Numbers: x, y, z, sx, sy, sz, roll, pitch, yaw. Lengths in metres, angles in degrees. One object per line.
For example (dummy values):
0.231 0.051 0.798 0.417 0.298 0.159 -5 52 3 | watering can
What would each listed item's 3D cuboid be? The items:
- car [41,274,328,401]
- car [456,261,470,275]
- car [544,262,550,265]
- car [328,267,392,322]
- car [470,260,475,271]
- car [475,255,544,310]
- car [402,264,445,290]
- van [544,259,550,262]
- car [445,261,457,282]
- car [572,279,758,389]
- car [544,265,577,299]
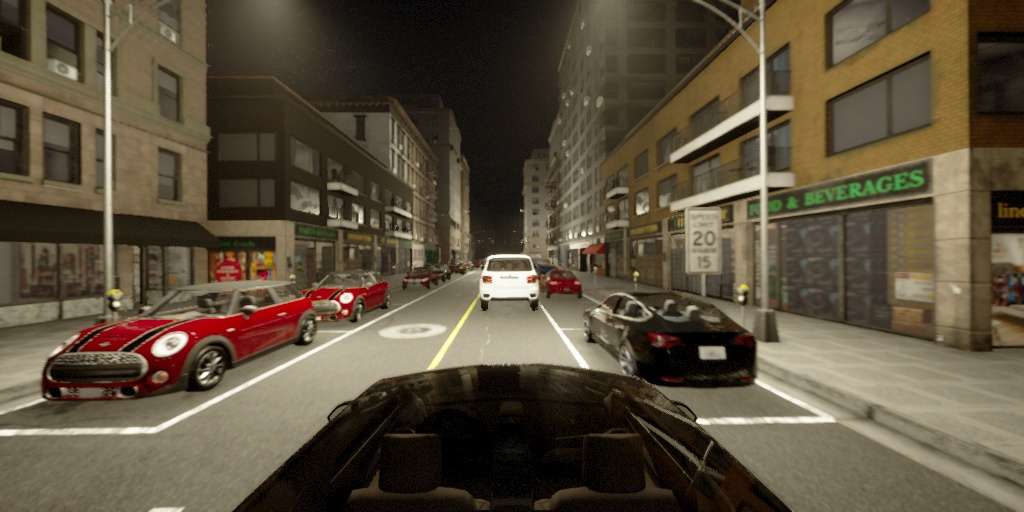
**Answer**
-5.449 1.226 6.589 1.967 1.591 4.097 0 0 -1 | car
-6.102 1.246 39.646 1.967 1.591 4.097 0 0 -1 | car
2.248 1.302 23.276 1.948 1.339 4.313 0 0 -1 | car
-5.557 1.227 12.098 1.967 1.591 4.097 0 0 -1 | car
-6.319 1.371 50.665 2.007 1.370 4.403 0 0 -1 | car
-0.129 0.972 14.936 2.150 2.045 5.566 0 0 -1 | car
-5.775 1.373 23.117 1.802 1.307 4.207 0 0 -1 | car
2.139 1.081 28.785 1.690 1.789 3.998 0 0 -1 | van
-5.884 1.345 28.627 2.007 1.370 4.403 0 0 -1 | car
2.575 1.298 6.747 1.948 1.339 4.313 0 0 -1 | car
2.357 1.316 17.767 1.802 1.307 4.207 0 0 -1 | car
